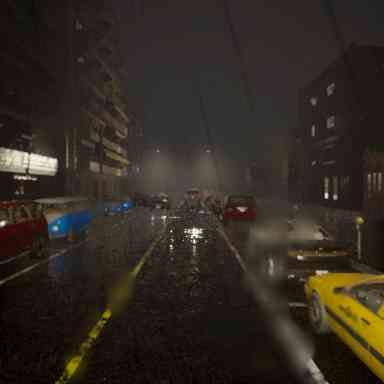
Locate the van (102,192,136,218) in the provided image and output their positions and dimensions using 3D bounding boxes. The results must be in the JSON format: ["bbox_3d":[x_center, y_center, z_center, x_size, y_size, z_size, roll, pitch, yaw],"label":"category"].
[{"bbox_3d":[-5.691,0.996,25.687,1.690,1.788,3.998,0,1,0],"label":"van"}]

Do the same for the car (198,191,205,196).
[{"bbox_3d":[2.682,0.384,92.327,1.752,1.417,4.829,0,1,0],"label":"car"}]

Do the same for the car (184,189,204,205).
[{"bbox_3d":[0.095,0.642,44.428,2.150,2.045,5.566,0,1,0],"label":"car"}]

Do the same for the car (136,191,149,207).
[{"bbox_3d":[-5.692,0.829,36.765,2.192,1.841,5.009,0,1,0],"label":"car"}]

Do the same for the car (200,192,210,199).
[{"bbox_3d":[2.684,0.674,70.002,1.947,1.339,4.313,0,1,0],"label":"car"}]

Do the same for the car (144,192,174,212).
[{"bbox_3d":[-3.011,1.065,32.157,2.128,1.511,4.902,0,1,0],"label":"car"}]

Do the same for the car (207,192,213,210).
[{"bbox_3d":[2.689,1.024,31.228,1.967,1.590,4.097,0,1,0],"label":"car"}]

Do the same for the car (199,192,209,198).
[{"bbox_3d":[2.684,0.597,75.539,2.008,1.369,4.403,0,1,0],"label":"car"}]

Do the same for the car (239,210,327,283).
[{"bbox_3d":[2.690,1.425,9.075,2.008,1.369,4.403,0,1,0],"label":"car"}]

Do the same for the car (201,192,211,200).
[{"bbox_3d":[2.685,0.754,64.463,1.802,1.307,4.206,0,1,0],"label":"car"}]

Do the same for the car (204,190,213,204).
[{"bbox_3d":[2.687,0.815,47.846,1.967,1.590,4.097,0,1,0],"label":"car"}]

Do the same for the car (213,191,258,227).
[{"bbox_3d":[2.690,1.042,20.149,2.192,1.841,5.009,0,1,0],"label":"car"}]

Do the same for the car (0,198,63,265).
[{"bbox_3d":[-5.689,1.189,9.071,2.192,1.841,5.009,0,1,0],"label":"car"}]

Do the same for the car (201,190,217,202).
[{"bbox_3d":[2.687,0.621,53.384,2.192,1.841,5.009,0,1,0],"label":"car"}]

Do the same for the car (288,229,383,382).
[{"bbox_3d":[2.691,1.472,3.706,1.752,1.417,4.829,0,1,0],"label":"car"}]

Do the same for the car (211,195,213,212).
[{"bbox_3d":[2.689,1.178,25.861,1.752,1.417,4.829,0,1,0],"label":"car"}]

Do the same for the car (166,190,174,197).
[{"bbox_3d":[-5.698,0.362,86.616,1.967,1.590,4.097,0,1,0],"label":"car"}]

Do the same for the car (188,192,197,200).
[{"bbox_3d":[0.095,0.711,63.227,1.812,1.442,4.674,0,1,0],"label":"car"}]

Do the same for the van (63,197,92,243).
[{"bbox_3d":[-5.690,1.141,14.611,1.690,1.788,3.998,0,1,0],"label":"van"}]
